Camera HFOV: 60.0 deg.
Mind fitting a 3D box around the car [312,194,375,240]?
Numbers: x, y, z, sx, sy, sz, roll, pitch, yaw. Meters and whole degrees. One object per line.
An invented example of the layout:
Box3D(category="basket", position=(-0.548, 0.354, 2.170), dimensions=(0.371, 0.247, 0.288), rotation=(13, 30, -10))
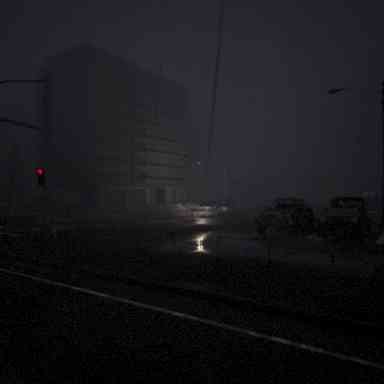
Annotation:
Box3D(category="car", position=(7.432, 1.184, 16.138), dimensions=(1.905, 1.878, 3.866), rotation=(-1, 0, 34))

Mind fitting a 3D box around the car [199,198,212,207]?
Box3D(category="car", position=(3.064, 1.816, 58.746), dimensions=(1.812, 1.442, 4.674), rotation=(-1, -1, 34))

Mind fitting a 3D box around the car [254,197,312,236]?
Box3D(category="car", position=(5.069, 1.208, 17.809), dimensions=(1.932, 1.855, 4.605), rotation=(-1, 0, 34))

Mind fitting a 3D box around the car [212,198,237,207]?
Box3D(category="car", position=(5.923, 1.736, 56.729), dimensions=(1.882, 1.535, 5.008), rotation=(-1, -1, 34))
